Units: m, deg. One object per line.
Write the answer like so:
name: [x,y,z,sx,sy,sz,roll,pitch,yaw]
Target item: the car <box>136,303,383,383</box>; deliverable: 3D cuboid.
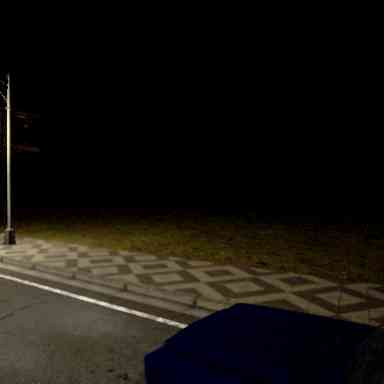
car: [1.814,1.599,2.390,4.718,1.301,1.895,-1,0,36]
